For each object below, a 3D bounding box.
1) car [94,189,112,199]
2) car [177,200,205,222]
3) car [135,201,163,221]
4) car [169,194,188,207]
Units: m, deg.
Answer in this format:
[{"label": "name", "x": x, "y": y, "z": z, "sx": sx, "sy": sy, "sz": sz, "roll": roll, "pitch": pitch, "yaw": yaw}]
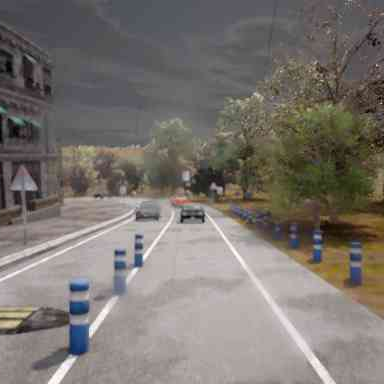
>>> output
[{"label": "car", "x": -19.235, "y": 0.466, "z": 71.492, "sx": 2.150, "sy": 2.045, "sz": 5.566, "roll": -5, "pitch": 3, "yaw": -39}, {"label": "car", "x": 0.012, "y": 1.604, "z": 26.617, "sx": 1.895, "sy": 1.301, "sz": 4.718, "roll": 0, "pitch": 0, "yaw": -1}, {"label": "car", "x": -3.470, "y": 1.514, "z": 27.150, "sx": 1.837, "sy": 1.490, "sz": 4.892, "roll": 0, "pitch": 0, "yaw": -1}, {"label": "car", "x": -1.776, "y": 0.990, "z": 43.975, "sx": 2.097, "sy": 1.767, "sz": 4.553, "roll": -1, "pitch": 2, "yaw": -11}]
